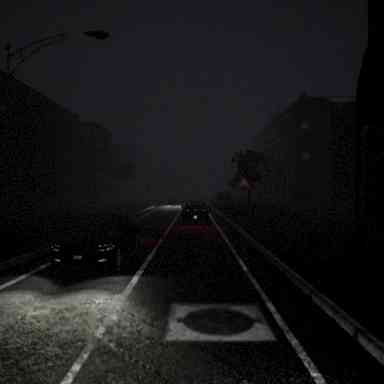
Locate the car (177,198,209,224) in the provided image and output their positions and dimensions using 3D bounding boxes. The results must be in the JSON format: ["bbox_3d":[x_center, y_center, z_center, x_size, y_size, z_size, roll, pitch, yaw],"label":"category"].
[{"bbox_3d":[0.238,1.427,24.378,2.128,1.511,4.902,0,0,0],"label":"car"}]

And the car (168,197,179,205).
[{"bbox_3d":[-2.774,1.382,52.559,1.895,1.301,4.718,0,0,1],"label":"car"}]

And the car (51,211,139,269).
[{"bbox_3d":[-3.037,1.457,11.343,1.882,1.535,5.008,0,0,0],"label":"car"}]

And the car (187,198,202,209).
[{"bbox_3d":[0.338,1.437,42.718,1.895,1.301,4.718,0,0,0],"label":"car"}]
